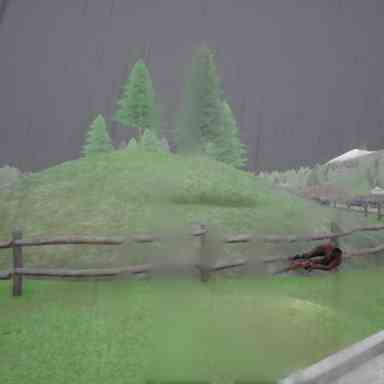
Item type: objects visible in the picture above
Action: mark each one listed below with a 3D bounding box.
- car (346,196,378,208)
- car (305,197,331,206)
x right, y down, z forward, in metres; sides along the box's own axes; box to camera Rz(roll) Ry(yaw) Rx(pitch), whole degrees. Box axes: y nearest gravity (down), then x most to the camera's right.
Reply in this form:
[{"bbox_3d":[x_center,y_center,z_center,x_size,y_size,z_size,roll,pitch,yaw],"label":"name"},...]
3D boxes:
[{"bbox_3d":[24.771,1.379,48.728,2.097,1.767,4.553,0,0,-16],"label":"car"},{"bbox_3d":[20.004,1.530,53.073,1.837,1.490,4.892,0,0,-15],"label":"car"}]
